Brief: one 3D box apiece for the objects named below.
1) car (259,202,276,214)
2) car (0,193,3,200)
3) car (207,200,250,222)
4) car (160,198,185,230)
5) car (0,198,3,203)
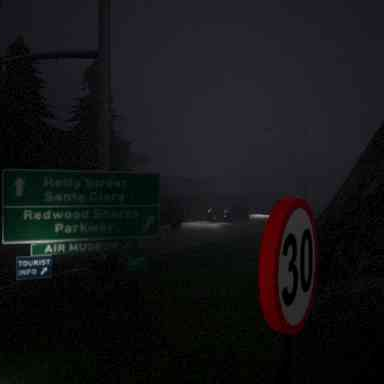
[{"bbox_3d":[9.086,1.756,36.945,1.994,1.385,4.181,0,0,36],"label":"car"},{"bbox_3d":[-38.552,1.490,70.011,4.514,1.523,2.007,0,0,35],"label":"car"},{"bbox_3d":[3.212,1.544,28.891,2.097,1.767,4.553,0,0,36],"label":"car"},{"bbox_3d":[-2.678,1.414,20.798,2.150,2.045,5.566,0,0,36],"label":"car"},{"bbox_3d":[-12.364,1.505,26.061,1.905,1.878,3.866,0,0,35],"label":"car"}]
